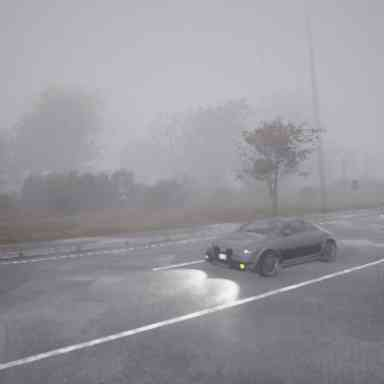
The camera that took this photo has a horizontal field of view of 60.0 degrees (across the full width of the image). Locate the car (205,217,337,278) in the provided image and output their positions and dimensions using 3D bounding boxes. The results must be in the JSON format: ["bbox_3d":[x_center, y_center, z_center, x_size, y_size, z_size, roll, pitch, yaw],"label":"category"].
[{"bbox_3d":[2.445,1.481,9.958,4.181,1.385,1.994,-1,1,-35],"label":"car"}]
